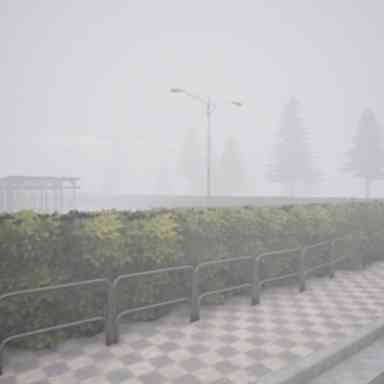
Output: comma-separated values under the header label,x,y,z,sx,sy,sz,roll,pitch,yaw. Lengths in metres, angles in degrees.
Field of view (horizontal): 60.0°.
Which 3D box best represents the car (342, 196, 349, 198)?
label,x,y,z,sx,sy,sz,roll,pitch,yaw
car,38.890,1.699,84.539,1.895,1.301,4.718,0,0,5
